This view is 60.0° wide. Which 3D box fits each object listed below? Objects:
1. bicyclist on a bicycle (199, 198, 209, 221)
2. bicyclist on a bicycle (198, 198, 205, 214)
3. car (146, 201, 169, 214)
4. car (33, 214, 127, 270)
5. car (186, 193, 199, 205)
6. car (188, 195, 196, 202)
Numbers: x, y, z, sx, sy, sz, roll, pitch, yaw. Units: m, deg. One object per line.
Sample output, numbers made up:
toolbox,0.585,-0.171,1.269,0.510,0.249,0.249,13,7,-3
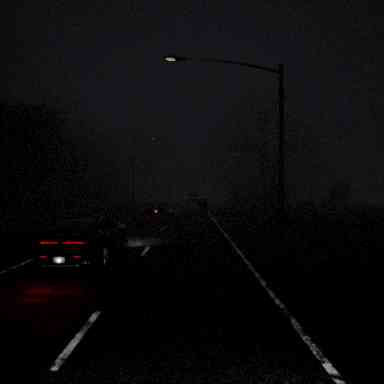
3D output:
bicyclist on a bicycle,0.962,1.326,24.938,0.659,1.776,1.843,0,0,0
bicyclist on a bicycle,0.960,1.393,33.735,0.582,1.620,1.656,0,0,0
car,-3.409,1.541,33.753,1.895,1.301,4.718,0,0,0
car,-3.403,1.485,10.939,1.837,1.490,4.892,0,0,0
car,0.088,1.122,56.998,2.150,2.045,5.566,0,0,0
car,-0.012,1.398,73.845,1.812,1.442,4.674,0,0,0
